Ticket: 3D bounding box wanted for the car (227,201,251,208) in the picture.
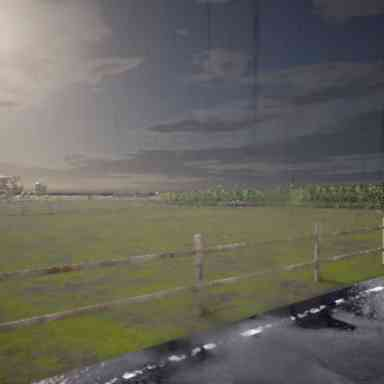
[{"bbox_3d":[9.354,2.426,66.801,2.033,1.411,5.357,1,-2,-35],"label":"car"}]
